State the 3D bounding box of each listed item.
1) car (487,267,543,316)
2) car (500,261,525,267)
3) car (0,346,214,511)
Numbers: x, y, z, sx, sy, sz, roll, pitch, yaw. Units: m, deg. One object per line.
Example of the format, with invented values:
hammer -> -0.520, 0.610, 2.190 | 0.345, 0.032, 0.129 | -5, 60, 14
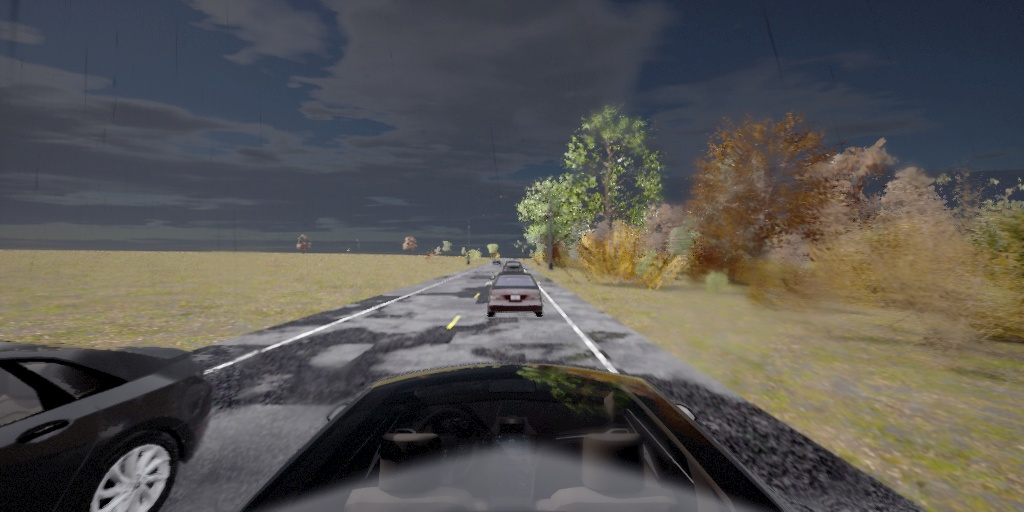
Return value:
car -> 0.100, 1.291, 13.230 | 2.033, 1.411, 5.357 | 0, 0, 0
car -> 0.101, 1.239, 32.259 | 1.837, 1.490, 4.892 | 0, 0, 0
car -> -3.600, 1.255, 1.177 | 1.837, 1.490, 4.892 | 0, 0, 0
